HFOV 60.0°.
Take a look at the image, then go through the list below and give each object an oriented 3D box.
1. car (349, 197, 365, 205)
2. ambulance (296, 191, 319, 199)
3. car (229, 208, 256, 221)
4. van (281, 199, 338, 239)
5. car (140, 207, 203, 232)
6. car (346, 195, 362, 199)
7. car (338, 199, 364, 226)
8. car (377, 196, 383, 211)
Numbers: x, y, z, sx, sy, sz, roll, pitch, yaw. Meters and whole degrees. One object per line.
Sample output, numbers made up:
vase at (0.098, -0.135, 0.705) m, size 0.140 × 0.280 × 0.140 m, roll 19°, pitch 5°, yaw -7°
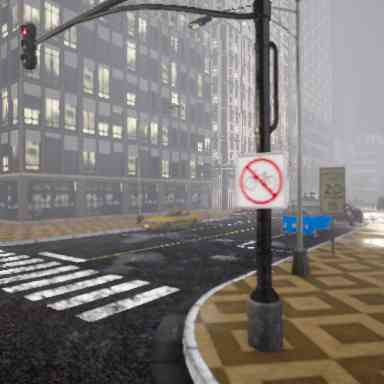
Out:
car at (32.017, 1.750, 64.432) m, size 2.008 × 1.369 × 4.403 m, roll -1°, pitch -1°, yaw 38°
ambulance at (12.233, 1.171, 34.486) m, size 2.351 × 2.431 × 6.366 m, roll -1°, pitch 0°, yaw 38°
car at (4.895, 1.742, 29.140) m, size 1.802 × 1.307 × 4.206 m, roll -1°, pitch 0°, yaw 38°
van at (6.184, 1.424, 17.706) m, size 1.690 × 1.788 × 3.998 m, roll -1°, pitch 0°, yaw 38°
car at (-1.207, 1.683, 21.412) m, size 1.752 × 1.417 × 4.829 m, roll -1°, pitch 0°, yaw 38°
car at (28.625, 1.508, 60.023) m, size 2.192 × 1.841 × 5.009 m, roll -1°, pitch -1°, yaw 38°
car at (11.142, 1.527, 24.338) m, size 1.967 × 1.590 × 4.097 m, roll -1°, pitch 0°, yaw 38°
car at (24.701, 1.417, 41.986) m, size 2.192 × 1.841 × 5.009 m, roll -1°, pitch -1°, yaw 38°
